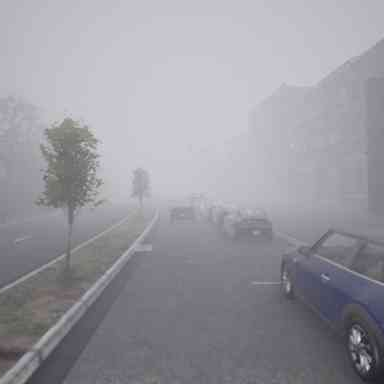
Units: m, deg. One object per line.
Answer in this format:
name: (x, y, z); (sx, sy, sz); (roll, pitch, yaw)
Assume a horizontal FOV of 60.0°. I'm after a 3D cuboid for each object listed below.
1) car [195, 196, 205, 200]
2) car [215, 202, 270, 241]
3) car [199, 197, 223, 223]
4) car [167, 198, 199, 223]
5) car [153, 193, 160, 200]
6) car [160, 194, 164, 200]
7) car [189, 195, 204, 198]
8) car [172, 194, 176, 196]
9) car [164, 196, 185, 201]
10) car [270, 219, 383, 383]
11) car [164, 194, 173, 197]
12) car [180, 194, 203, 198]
car: (1.672, 1.483, 33.593); (1.946, 1.575, 5.366); (0, 0, -4)
car: (2.695, 1.493, 16.741); (2.231, 1.521, 4.892); (0, 0, -2)
car: (2.102, 1.491, 27.856); (2.097, 1.535, 5.008); (0, 0, -3)
car: (-0.769, 1.485, 25.502); (1.882, 1.535, 5.008); (0, 0, -3)
car: (-8.149, 1.216, 88.138); (2.097, 1.535, 5.008); (0, 0, -15)
car: (-5.686, 1.311, 78.862); (2.163, 1.488, 4.792); (0, 0, -13)
car: (1.155, 1.473, 39.134); (1.946, 1.575, 5.366); (0, 0, -5)
car: (-1.944, 1.381, 61.196); (1.946, 1.575, 5.366); (0, 0, -10)
car: (-2.280, 1.578, 42.853); (1.895, 1.301, 4.718); (0, 0, -6)
car: (3.019, 1.360, 5.600); (2.185, 1.767, 4.553); (0, 0, 0)
car: (-4.103, 1.320, 72.001); (1.946, 1.575, 5.366); (0, 0, -12)
car: (-0.147, 1.442, 50.014); (2.231, 1.521, 4.892); (0, 0, -7)
